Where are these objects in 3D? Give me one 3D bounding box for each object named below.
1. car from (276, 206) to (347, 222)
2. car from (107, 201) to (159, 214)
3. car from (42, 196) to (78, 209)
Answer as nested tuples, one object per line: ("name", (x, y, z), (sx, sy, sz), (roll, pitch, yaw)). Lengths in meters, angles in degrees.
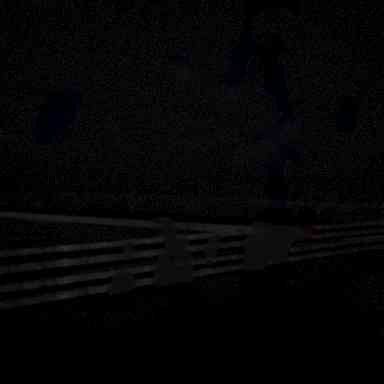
("car", (9.434, 1.829, 26.681), (5.357, 1.411, 2.033), (1, -1, 13))
("car", (-5.458, 1.500, 31.057), (4.718, 1.301, 1.895), (1, -1, 18))
("car", (-15.827, 1.236, 39.812), (4.902, 1.511, 2.128), (1, -1, 28))
